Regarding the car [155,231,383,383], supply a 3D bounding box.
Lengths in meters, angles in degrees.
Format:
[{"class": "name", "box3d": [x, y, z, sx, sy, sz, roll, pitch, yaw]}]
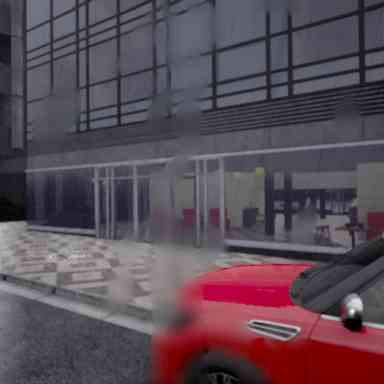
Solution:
[{"class": "car", "box3d": [2.321, 1.230, 2.636, 5.566, 2.045, 2.150, 0, 0, 33]}]
